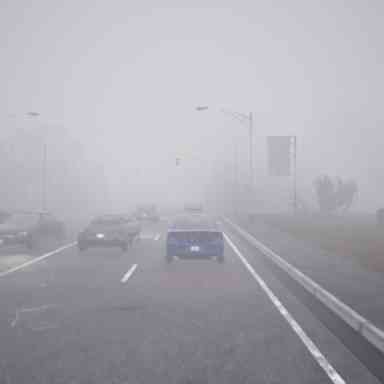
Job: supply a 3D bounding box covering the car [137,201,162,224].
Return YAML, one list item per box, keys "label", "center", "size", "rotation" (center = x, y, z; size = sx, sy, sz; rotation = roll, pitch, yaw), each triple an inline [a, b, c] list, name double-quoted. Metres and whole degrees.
- label: "car"
  center: [-3.418, 1.652, 25.795]
  size: [1.994, 1.385, 4.181]
  rotation: [0, 0, 0]

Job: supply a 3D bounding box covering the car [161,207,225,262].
- label: "car"
  center: [0.091, 1.520, 12.258]
  size: [1.882, 1.535, 5.008]
  rotation: [0, 0, 0]

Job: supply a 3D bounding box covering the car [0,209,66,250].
- label: "car"
  center: [-7.103, 1.576, 14.657]
  size: [1.812, 1.442, 4.674]
  rotation: [0, 0, 0]

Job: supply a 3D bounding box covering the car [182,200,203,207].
- label: "car"
  center: [0.083, 1.577, 25.145]
  size: [2.128, 1.511, 4.902]
  rotation: [0, 0, 0]

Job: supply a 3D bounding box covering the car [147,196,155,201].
- label: "car"
  center: [-10.563, 1.817, 85.985]
  size: [2.128, 1.511, 4.902]
  rotation: [0, 0, 0]

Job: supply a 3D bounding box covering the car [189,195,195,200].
- label: "car"
  center: [-0.068, 1.848, 92.611]
  size: [2.033, 1.411, 5.357]
  rotation: [0, 0, 0]

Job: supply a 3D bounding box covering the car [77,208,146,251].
- label: "car"
  center: [-3.411, 1.612, 14.391]
  size: [1.994, 1.385, 4.181]
  rotation: [0, 0, 0]

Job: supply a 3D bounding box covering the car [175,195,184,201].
- label: "car"
  center: [-3.568, 1.665, 92.996]
  size: [2.097, 1.767, 4.553]
  rotation: [0, 0, 0]
